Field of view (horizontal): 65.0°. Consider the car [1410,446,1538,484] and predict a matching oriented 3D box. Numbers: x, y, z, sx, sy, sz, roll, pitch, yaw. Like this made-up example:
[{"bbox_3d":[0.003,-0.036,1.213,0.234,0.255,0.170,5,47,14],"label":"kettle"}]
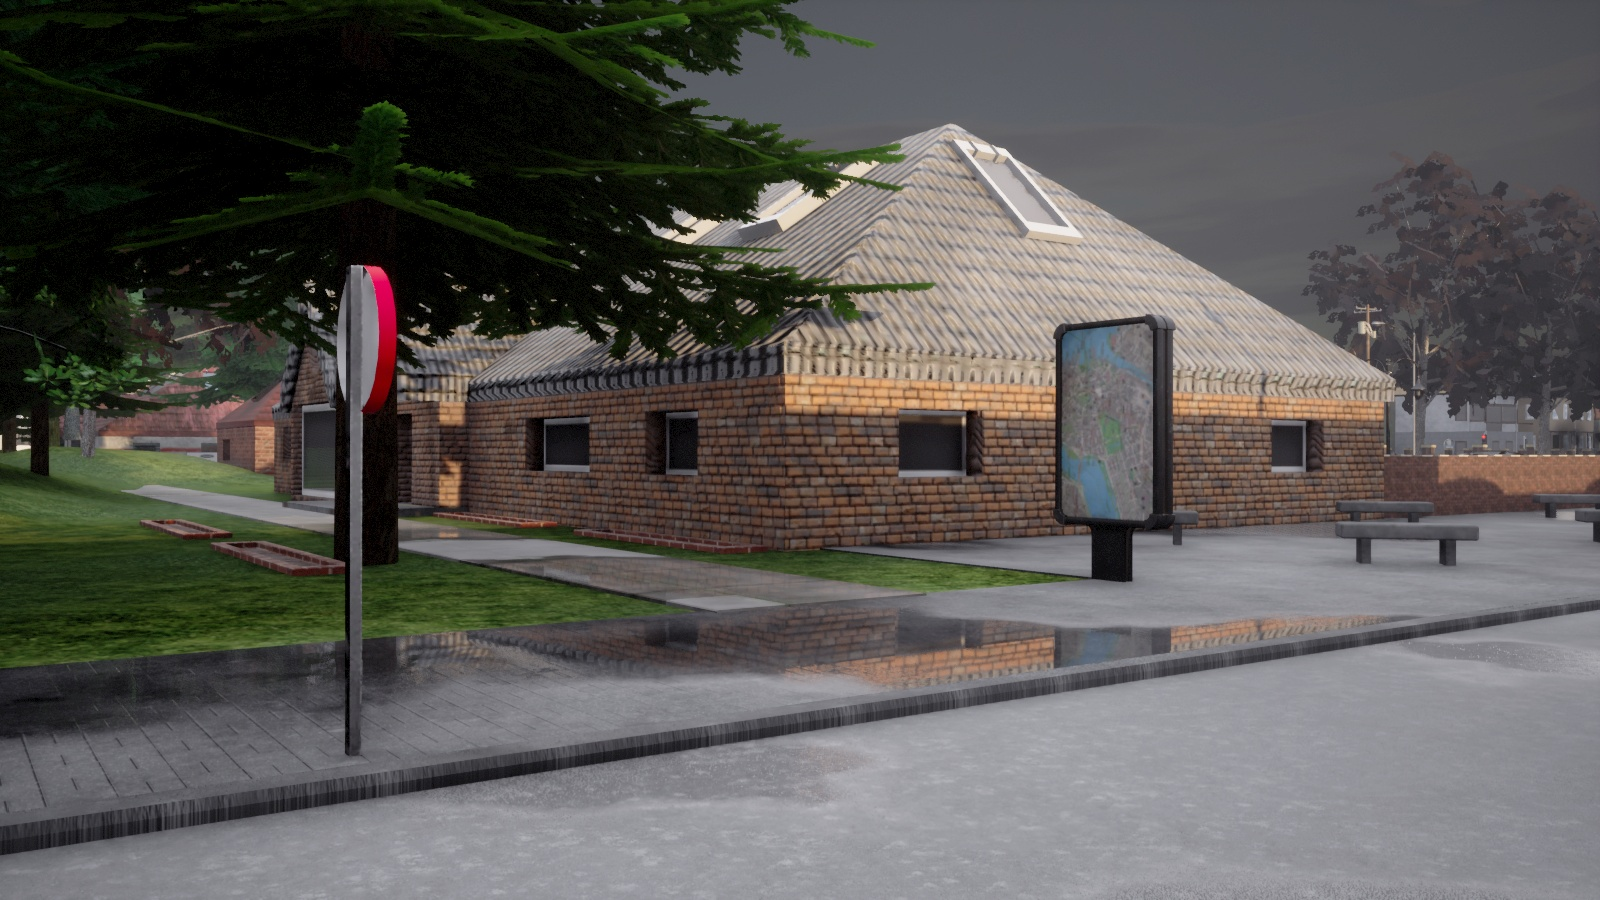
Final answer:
[{"bbox_3d":[30.707,0.664,57.341,2.242,1.667,4.611,0,0,-37],"label":"car"}]
